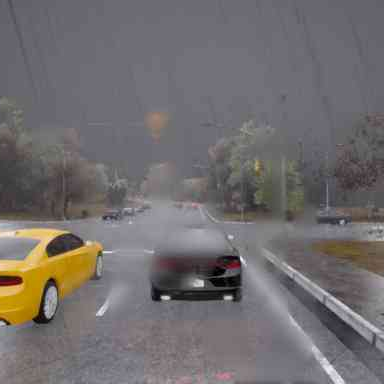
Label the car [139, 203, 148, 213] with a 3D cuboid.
[{"bbox_3d":[-10.402,3.247,64.741,2.128,1.511,4.902,0,0,1],"label":"car"}]

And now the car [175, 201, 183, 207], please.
[{"bbox_3d":[-3.432,3.167,86.756,1.994,1.385,4.181,0,0,-3],"label":"car"}]

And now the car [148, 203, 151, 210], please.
[{"bbox_3d":[-10.339,3.231,75.322,2.033,1.411,5.357,0,0,0],"label":"car"}]

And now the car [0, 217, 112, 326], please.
[{"bbox_3d":[-3.405,1.543,7.302,1.882,1.535,5.008,0,-1,0],"label":"car"}]

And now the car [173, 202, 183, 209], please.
[{"bbox_3d":[-3.336,3.184,76.688,1.837,1.490,4.892,0,0,0],"label":"car"}]

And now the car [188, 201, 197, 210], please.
[{"bbox_3d":[0.165,3.043,76.175,2.097,1.767,4.553,0,0,0],"label":"car"}]

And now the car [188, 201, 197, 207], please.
[{"bbox_3d":[0.084,3.162,86.333,2.033,1.411,5.357,0,0,-3],"label":"car"}]

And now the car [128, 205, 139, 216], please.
[{"bbox_3d":[-10.467,3.212,54.636,1.812,1.442,4.674,0,-1,0],"label":"car"}]

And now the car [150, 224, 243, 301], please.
[{"bbox_3d":[0.102,1.566,8.544,1.882,1.535,5.008,0,-1,0],"label":"car"}]

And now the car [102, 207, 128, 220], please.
[{"bbox_3d":[-10.515,3.002,44.766,2.033,1.411,5.357,0,-2,1],"label":"car"}]

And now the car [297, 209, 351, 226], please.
[{"bbox_3d":[12.463,2.439,31.572,4.892,1.490,1.837,0,-2,0],"label":"car"}]
